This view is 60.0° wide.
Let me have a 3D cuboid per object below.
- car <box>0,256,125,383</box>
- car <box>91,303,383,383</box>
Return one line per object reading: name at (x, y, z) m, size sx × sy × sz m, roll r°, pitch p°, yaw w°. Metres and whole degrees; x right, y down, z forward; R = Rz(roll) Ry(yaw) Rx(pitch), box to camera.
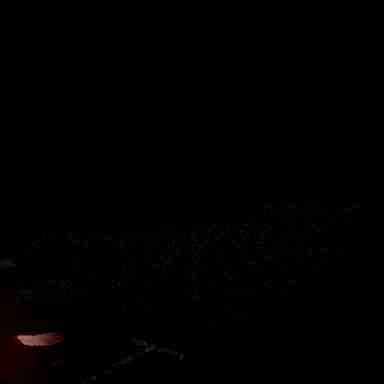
car at (-2.699, 1.628, 4.887) m, size 4.206 × 1.307 × 1.802 m, roll -1°, pitch -1°, yaw 35°
car at (1.710, 1.540, 1.746) m, size 4.507 × 1.381 × 1.887 m, roll -1°, pitch -1°, yaw 35°
